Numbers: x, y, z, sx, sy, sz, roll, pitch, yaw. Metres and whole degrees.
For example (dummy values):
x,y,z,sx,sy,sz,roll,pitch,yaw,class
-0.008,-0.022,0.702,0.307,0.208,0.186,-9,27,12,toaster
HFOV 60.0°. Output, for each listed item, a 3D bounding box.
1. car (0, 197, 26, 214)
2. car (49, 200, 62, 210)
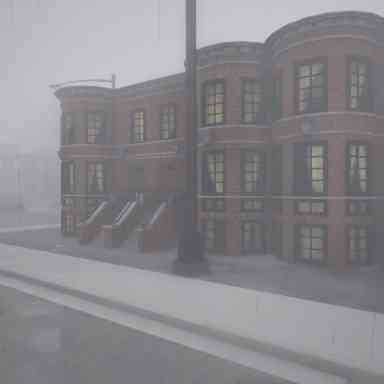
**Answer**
x,y,z,sx,sy,sz,roll,pitch,yaw,class
-19.492,1.352,33.798,2.097,1.767,4.553,0,0,35,car
-16.414,1.477,44.137,1.882,1.535,5.008,0,0,35,car
